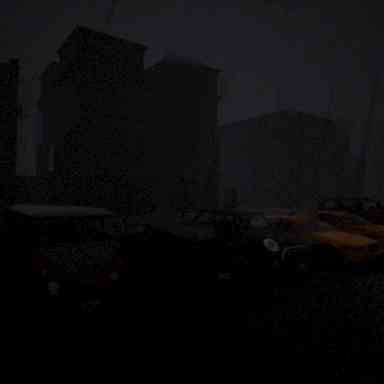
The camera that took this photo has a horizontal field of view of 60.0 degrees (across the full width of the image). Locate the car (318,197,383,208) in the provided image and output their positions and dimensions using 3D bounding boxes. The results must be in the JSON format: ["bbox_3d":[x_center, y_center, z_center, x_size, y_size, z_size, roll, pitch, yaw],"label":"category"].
[{"bbox_3d":[8.361,1.293,15.351,2.435,2.045,5.566,0,0,-35],"label":"car"}]

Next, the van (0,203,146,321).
[{"bbox_3d":[-2.928,1.261,7.212,1.878,1.987,4.442,0,0,-35],"label":"van"}]

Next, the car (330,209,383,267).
[{"bbox_3d":[3.915,1.519,11.996,1.946,1.575,5.366,0,0,-35],"label":"car"}]

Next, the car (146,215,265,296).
[{"bbox_3d":[-0.724,1.500,8.915,2.231,1.521,4.892,0,0,-35],"label":"car"}]

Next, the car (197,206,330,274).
[{"bbox_3d":[1.624,1.385,10.632,2.185,1.767,4.553,0,0,-35],"label":"car"}]

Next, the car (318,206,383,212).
[{"bbox_3d":[6.073,1.533,13.765,2.097,1.535,5.008,0,0,-35],"label":"car"}]
